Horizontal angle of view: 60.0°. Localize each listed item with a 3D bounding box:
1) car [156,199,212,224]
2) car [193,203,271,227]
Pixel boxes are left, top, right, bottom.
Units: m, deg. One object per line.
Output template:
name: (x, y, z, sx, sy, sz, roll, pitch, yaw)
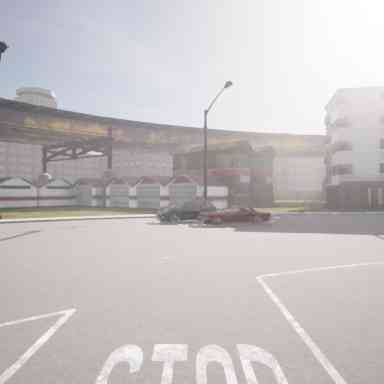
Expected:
car: (-0.333, 1.351, 24.843, 4.553, 1.767, 2.097, 0, 0, -19)
car: (2.794, 1.601, 22.435, 4.718, 1.301, 1.895, 0, 0, -17)
